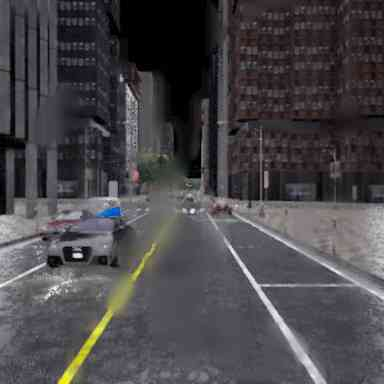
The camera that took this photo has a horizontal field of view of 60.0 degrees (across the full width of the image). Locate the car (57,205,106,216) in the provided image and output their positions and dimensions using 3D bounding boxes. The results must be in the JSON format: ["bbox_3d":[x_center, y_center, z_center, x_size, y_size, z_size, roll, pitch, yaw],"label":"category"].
[{"bbox_3d":[-5.757,1.513,16.159,1.802,1.307,4.206,0,0,0],"label":"car"}]

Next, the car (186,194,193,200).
[{"bbox_3d":[-0.631,1.309,84.725,1.802,1.307,4.206,0,0,0],"label":"car"}]

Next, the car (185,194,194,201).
[{"bbox_3d":[-0.600,1.174,79.301,1.967,1.590,4.097,0,0,0],"label":"car"}]

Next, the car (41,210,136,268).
[{"bbox_3d":[-3.095,1.514,10.974,1.994,1.385,4.181,0,0,0],"label":"car"}]

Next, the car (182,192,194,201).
[{"bbox_3d":[-0.568,1.181,73.876,1.967,1.590,4.097,0,0,0],"label":"car"}]

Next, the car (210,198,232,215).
[{"bbox_3d":[2.775,1.315,32.481,1.967,1.590,4.097,0,0,0],"label":"car"}]

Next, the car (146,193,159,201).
[{"bbox_3d":[-9.093,1.307,73.829,1.947,1.339,4.313,0,0,0],"label":"car"}]

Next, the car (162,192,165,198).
[{"bbox_3d":[-9.186,1.247,89.937,1.752,1.417,4.829,0,0,0],"label":"car"}]

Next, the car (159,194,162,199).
[{"bbox_3d":[-9.125,1.049,79.255,2.192,1.841,5.009,0,0,0],"label":"car"}]

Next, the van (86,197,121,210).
[{"bbox_3d":[-5.755,1.254,21.600,1.690,1.788,3.998,0,0,0],"label":"van"}]

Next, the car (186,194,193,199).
[{"bbox_3d":[-0.694,1.261,95.575,1.887,1.381,4.507,0,0,0],"label":"car"}]
